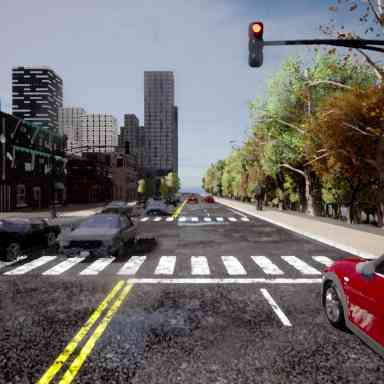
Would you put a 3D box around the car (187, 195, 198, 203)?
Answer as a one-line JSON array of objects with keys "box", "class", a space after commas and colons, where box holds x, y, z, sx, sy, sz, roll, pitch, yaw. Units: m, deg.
[{"box": [0.111, 1.326, 65.959, 2.097, 1.767, 4.553, 0, 0, 0], "class": "car"}]

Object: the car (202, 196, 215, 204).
[{"box": [3.362, 1.452, 65.291, 1.882, 1.535, 5.008, 0, 0, 0], "class": "car"}]

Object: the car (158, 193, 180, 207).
[{"box": [-3.340, 1.201, 49.808, 2.150, 2.045, 5.566, 0, 0, 0], "class": "car"}]

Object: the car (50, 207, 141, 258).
[{"box": [-3.348, 1.544, 13.070, 2.033, 1.411, 5.357, 0, 0, 0], "class": "car"}]

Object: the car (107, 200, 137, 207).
[{"box": [-6.798, 1.554, 30.647, 1.994, 1.385, 4.181, 0, 0, 4], "class": "car"}]

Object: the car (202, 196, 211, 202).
[{"box": [3.266, 1.521, 75.435, 1.994, 1.385, 4.181, 0, 0, 0], "class": "car"}]

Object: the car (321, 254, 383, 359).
[{"box": [3.349, 1.351, 4.119, 2.097, 1.767, 4.553, 0, 0, 0], "class": "car"}]

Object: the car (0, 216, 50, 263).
[{"box": [-6.600, 1.599, 12.157, 1.895, 1.301, 4.718, 0, 0, 0], "class": "car"}]

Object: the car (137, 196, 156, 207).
[{"box": [-6.590, 1.486, 46.374, 1.837, 1.490, 4.892, 0, 1, 0], "class": "car"}]

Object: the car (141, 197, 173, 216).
[{"box": [-3.345, 1.537, 32.722, 2.033, 1.411, 5.357, 0, 0, 0], "class": "car"}]
